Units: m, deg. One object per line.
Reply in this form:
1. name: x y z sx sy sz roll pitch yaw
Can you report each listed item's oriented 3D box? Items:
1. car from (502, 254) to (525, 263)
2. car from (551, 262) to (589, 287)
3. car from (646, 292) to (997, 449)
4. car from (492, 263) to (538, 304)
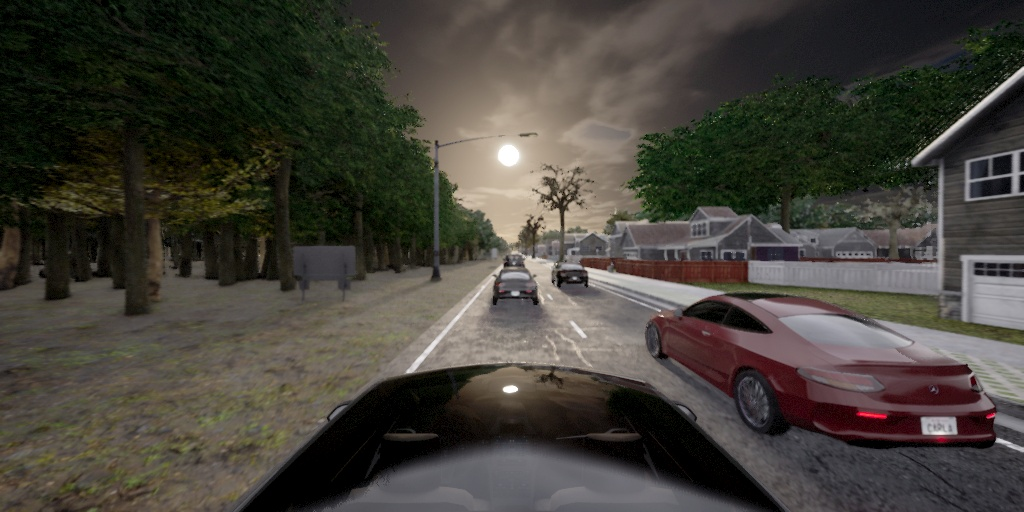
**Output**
1. car: 0.192 0.804 36.780 2.150 2.045 5.566 0 0 0
2. car: 3.654 1.128 23.324 1.882 1.535 5.008 0 0 0
3. car: 3.609 1.262 5.338 1.812 1.442 4.674 0 0 0
4. car: 0.123 1.210 15.637 1.812 1.442 4.674 0 0 0
